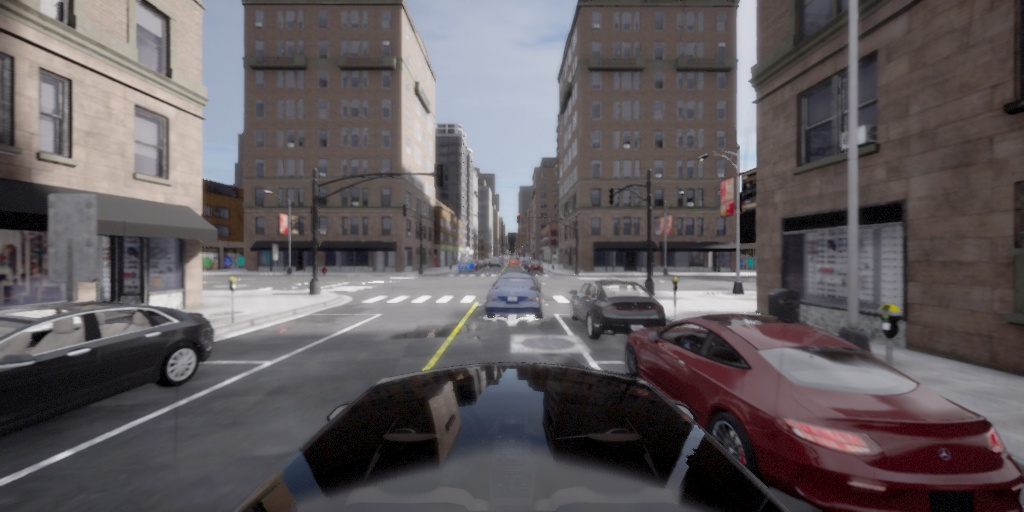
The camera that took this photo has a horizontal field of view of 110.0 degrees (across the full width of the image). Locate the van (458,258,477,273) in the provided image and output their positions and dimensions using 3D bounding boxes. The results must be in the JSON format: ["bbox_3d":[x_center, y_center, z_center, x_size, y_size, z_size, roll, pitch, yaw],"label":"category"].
[{"bbox_3d":[-5.695,1.111,44.531,1.690,1.789,3.998,0,0,0],"label":"van"}]

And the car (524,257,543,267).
[{"bbox_3d":[2.831,1.211,44.492,1.967,1.591,4.097,0,0,0],"label":"car"}]

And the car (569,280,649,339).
[{"bbox_3d":[2.672,1.304,9.842,2.007,1.370,4.403,0,0,0],"label":"car"}]

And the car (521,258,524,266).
[{"bbox_3d":[2.886,1.217,55.830,1.967,1.591,4.097,0,0,0],"label":"car"}]

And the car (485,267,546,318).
[{"bbox_3d":[0.220,1.302,12.994,2.033,1.411,5.357,0,0,5],"label":"car"}]

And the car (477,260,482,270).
[{"bbox_3d":[-5.667,1.214,50.199,1.967,1.591,4.097,0,0,0],"label":"car"}]

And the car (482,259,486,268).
[{"bbox_3d":[-5.640,1.342,55.868,1.948,1.339,4.313,0,0,0],"label":"car"}]

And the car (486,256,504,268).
[{"bbox_3d":[-2.811,1.283,60.742,1.837,1.490,4.892,0,0,1],"label":"car"}]

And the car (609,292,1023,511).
[{"bbox_3d":[2.670,1.333,4.248,1.802,1.307,4.207,0,0,0],"label":"car"}]

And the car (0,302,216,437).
[{"bbox_3d":[-5.856,1.301,4.246,2.007,1.370,4.403,0,0,0],"label":"car"}]
